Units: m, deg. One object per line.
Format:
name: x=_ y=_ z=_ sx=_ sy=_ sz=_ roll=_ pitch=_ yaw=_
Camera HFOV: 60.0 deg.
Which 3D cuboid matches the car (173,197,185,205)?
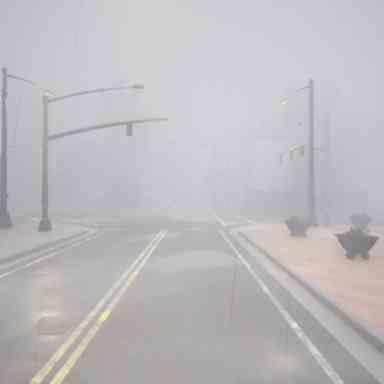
car: x=-3.474 y=2.266 z=79.788 sx=2.128 sy=1.511 sz=4.902 roll=0 pitch=-1 yaw=0
